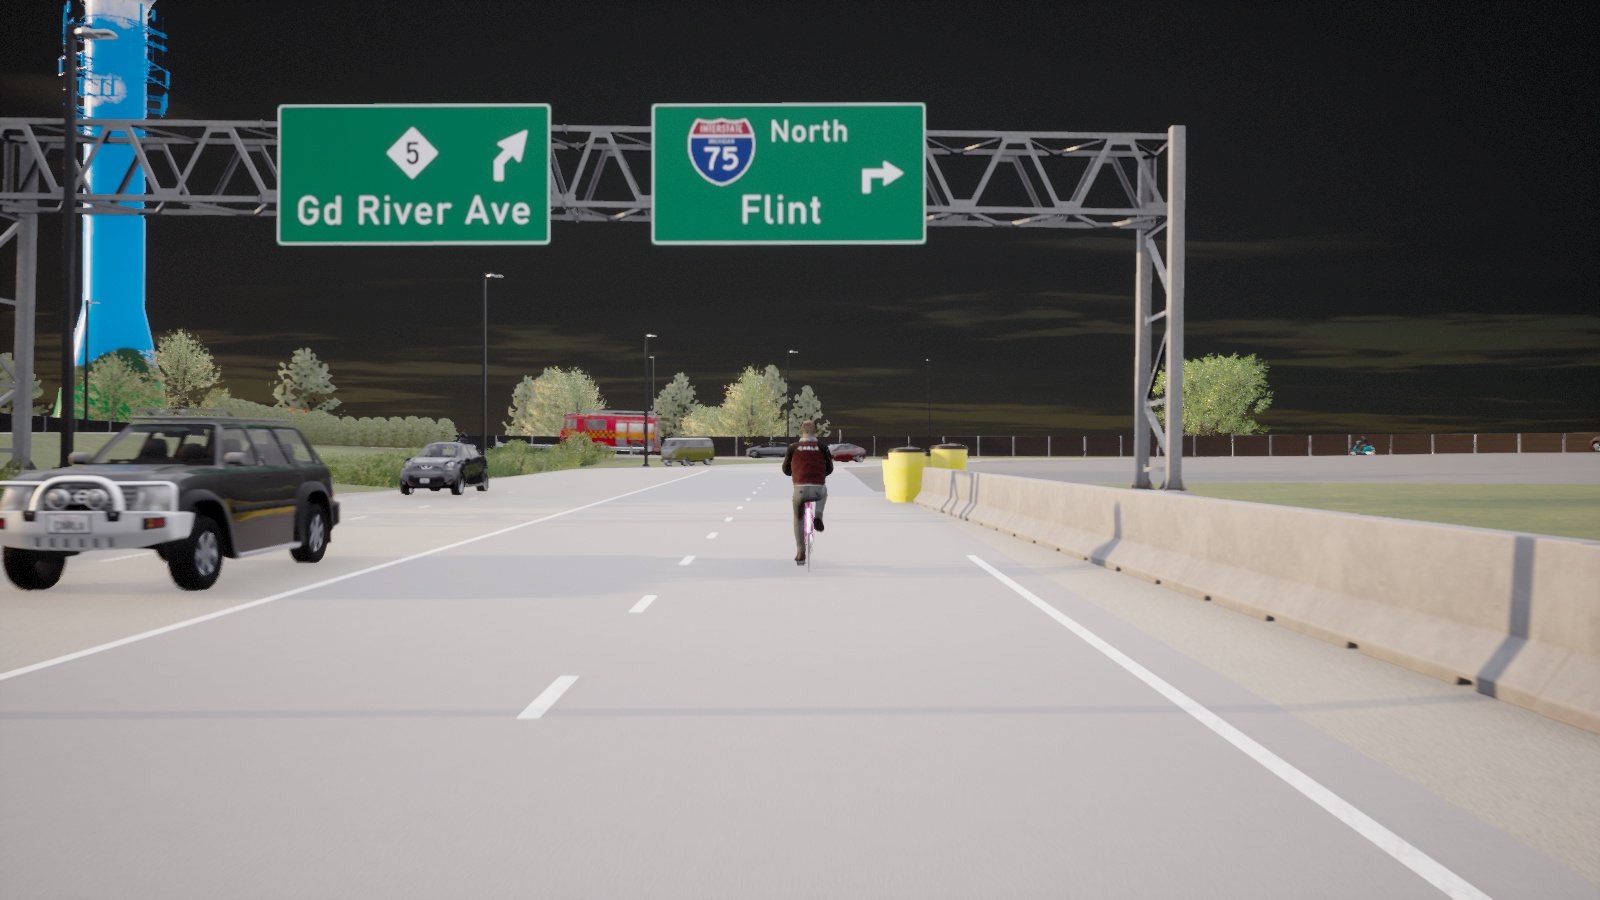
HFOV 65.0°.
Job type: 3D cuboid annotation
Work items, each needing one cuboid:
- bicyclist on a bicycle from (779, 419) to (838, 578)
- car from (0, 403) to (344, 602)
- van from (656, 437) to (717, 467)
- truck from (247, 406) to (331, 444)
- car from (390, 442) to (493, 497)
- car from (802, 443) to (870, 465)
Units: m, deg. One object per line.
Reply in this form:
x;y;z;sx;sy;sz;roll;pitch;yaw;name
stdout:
0.101;0.533;14.947;0.659;1.776;1.843;0;1;0;bicyclist on a bicycle
-6.904;0.473;14.003;1.932;1.855;4.605;0;0;0;car
-7.799;0.137;86.446;1.775;1.987;4.442;-1;0;33;van
-36.837;-1.762;90.713;2.627;2.467;5.204;-1;-2;23;truck
-10.251;0.528;36.131;1.845;1.501;3.633;0;0;1;car
2.692;0.279;93.353;4.792;1.488;2.163;-1;1;-37;car
